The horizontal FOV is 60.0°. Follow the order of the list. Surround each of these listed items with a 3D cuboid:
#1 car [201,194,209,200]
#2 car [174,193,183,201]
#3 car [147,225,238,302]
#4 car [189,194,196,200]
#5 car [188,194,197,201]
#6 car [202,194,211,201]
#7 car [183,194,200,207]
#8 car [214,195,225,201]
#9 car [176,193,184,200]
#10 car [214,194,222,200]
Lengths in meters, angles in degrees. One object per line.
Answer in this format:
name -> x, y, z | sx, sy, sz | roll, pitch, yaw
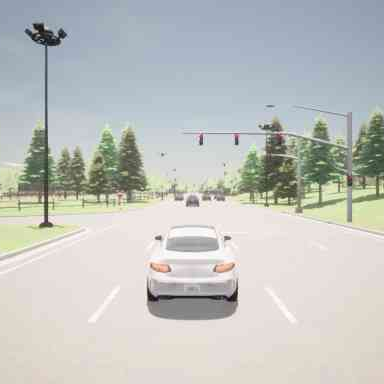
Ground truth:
car -> 3.673, 1.372, 93.094 | 2.033, 1.411, 5.357 | 0, 0, 0
car -> -3.346, 1.544, 83.071 | 1.994, 1.385, 4.181 | 0, 0, 0
car -> 0.022, 1.526, 8.165 | 1.812, 1.442, 4.674 | 0, 0, 0
car -> 0.173, 1.332, 93.101 | 1.837, 1.490, 4.892 | 0, 0, 0
car -> 0.154, 1.348, 83.067 | 2.097, 1.767, 4.553 | 0, 0, 0
car -> 3.654, 1.348, 83.061 | 2.097, 1.767, 4.553 | 0, 0, 0
car -> 0.097, 1.352, 52.038 | 2.097, 1.767, 4.553 | 0, 0, 0
car -> 7.154, 1.517, 82.668 | 2.128, 1.511, 4.902 | 0, 0, 0
car -> -3.327, 1.187, 93.077 | 2.097, 1.767, 4.553 | 0, 0, 0
car -> 7.173, 1.385, 93.088 | 1.994, 1.385, 4.181 | 0, 0, 0
